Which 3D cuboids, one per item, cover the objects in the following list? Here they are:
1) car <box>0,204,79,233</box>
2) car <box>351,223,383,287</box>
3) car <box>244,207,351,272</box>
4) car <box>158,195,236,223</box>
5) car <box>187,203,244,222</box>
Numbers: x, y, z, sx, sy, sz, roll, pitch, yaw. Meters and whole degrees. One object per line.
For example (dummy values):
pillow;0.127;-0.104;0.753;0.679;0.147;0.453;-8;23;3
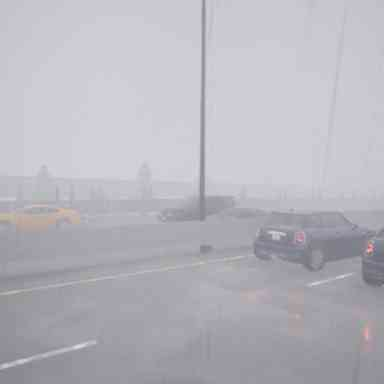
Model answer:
car;-9.070;1.480;19.015;5.008;1.535;1.882;0;0;-35
car;6.188;1.359;8.159;4.553;1.767;2.097;0;0;-35
car;4.207;1.359;11.044;4.553;1.767;2.097;0;0;-35
car;0.540;1.231;21.563;5.566;2.045;2.150;0;0;-35
car;2.650;1.556;18.773;5.357;1.411;2.033;0;0;-35
